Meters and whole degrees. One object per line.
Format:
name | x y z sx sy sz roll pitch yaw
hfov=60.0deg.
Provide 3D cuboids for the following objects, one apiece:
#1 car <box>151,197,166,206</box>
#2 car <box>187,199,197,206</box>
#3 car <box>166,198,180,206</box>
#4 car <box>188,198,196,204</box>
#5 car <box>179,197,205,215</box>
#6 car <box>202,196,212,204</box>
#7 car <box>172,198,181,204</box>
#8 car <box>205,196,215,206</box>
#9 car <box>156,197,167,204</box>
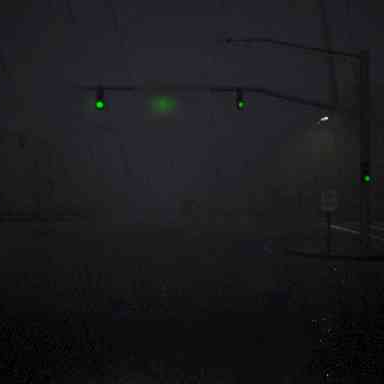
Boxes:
car | -7.015 1.793 66.922 2.097 1.767 4.553 0 0 0
car | -0.015 2.041 67.016 1.895 1.301 4.718 0 0 0
car | -3.515 1.915 66.569 1.882 1.535 5.008 0 0 0
car | -0.018 2.022 77.017 1.895 1.301 4.718 0 0 0
car | -0.005 1.594 36.747 2.097 1.767 4.553 0 0 0
car | 3.482 1.781 76.959 2.097 1.767 4.553 0 0 0
car | -3.518 2.022 77.016 1.895 1.301 4.718 0 0 0
car | 3.485 1.915 66.571 1.882 1.535 5.008 0 0 0
car | -7.018 1.980 76.985 1.994 1.385 4.181 0 0 0
